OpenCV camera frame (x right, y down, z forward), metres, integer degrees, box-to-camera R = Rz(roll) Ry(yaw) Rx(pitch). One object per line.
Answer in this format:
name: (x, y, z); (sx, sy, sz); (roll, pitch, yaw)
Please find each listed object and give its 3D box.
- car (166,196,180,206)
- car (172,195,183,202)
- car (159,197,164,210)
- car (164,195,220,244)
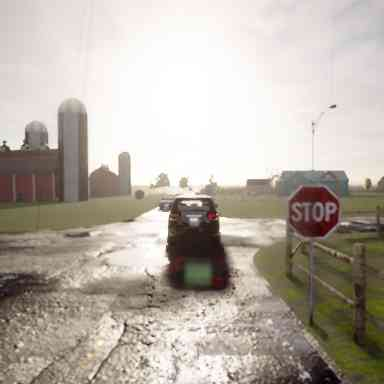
car: (-2.907, 1.389, 52.905); (1.994, 1.385, 4.181); (0, 0, 0)
car: (-2.848, 1.291, 68.470); (2.033, 1.411, 5.357); (0, 0, 0)
car: (-2.900, 1.359, 39.954); (2.128, 1.511, 4.902); (0, 0, 0)
car: (0.073, 1.167, 15.692); (2.150, 2.045, 5.566); (0, 0, 0)
